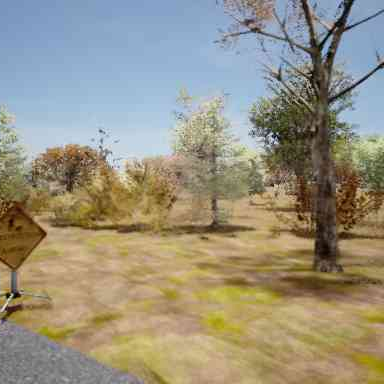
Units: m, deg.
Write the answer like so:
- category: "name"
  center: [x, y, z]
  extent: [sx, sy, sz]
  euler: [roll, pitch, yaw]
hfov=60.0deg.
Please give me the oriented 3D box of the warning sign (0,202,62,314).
- category: "warning sign"
  center: [-3.390, 1.137, 6.343]
  extent: [1.060, 1.860, 1.300]
  euler: [-1, 0, 36]
